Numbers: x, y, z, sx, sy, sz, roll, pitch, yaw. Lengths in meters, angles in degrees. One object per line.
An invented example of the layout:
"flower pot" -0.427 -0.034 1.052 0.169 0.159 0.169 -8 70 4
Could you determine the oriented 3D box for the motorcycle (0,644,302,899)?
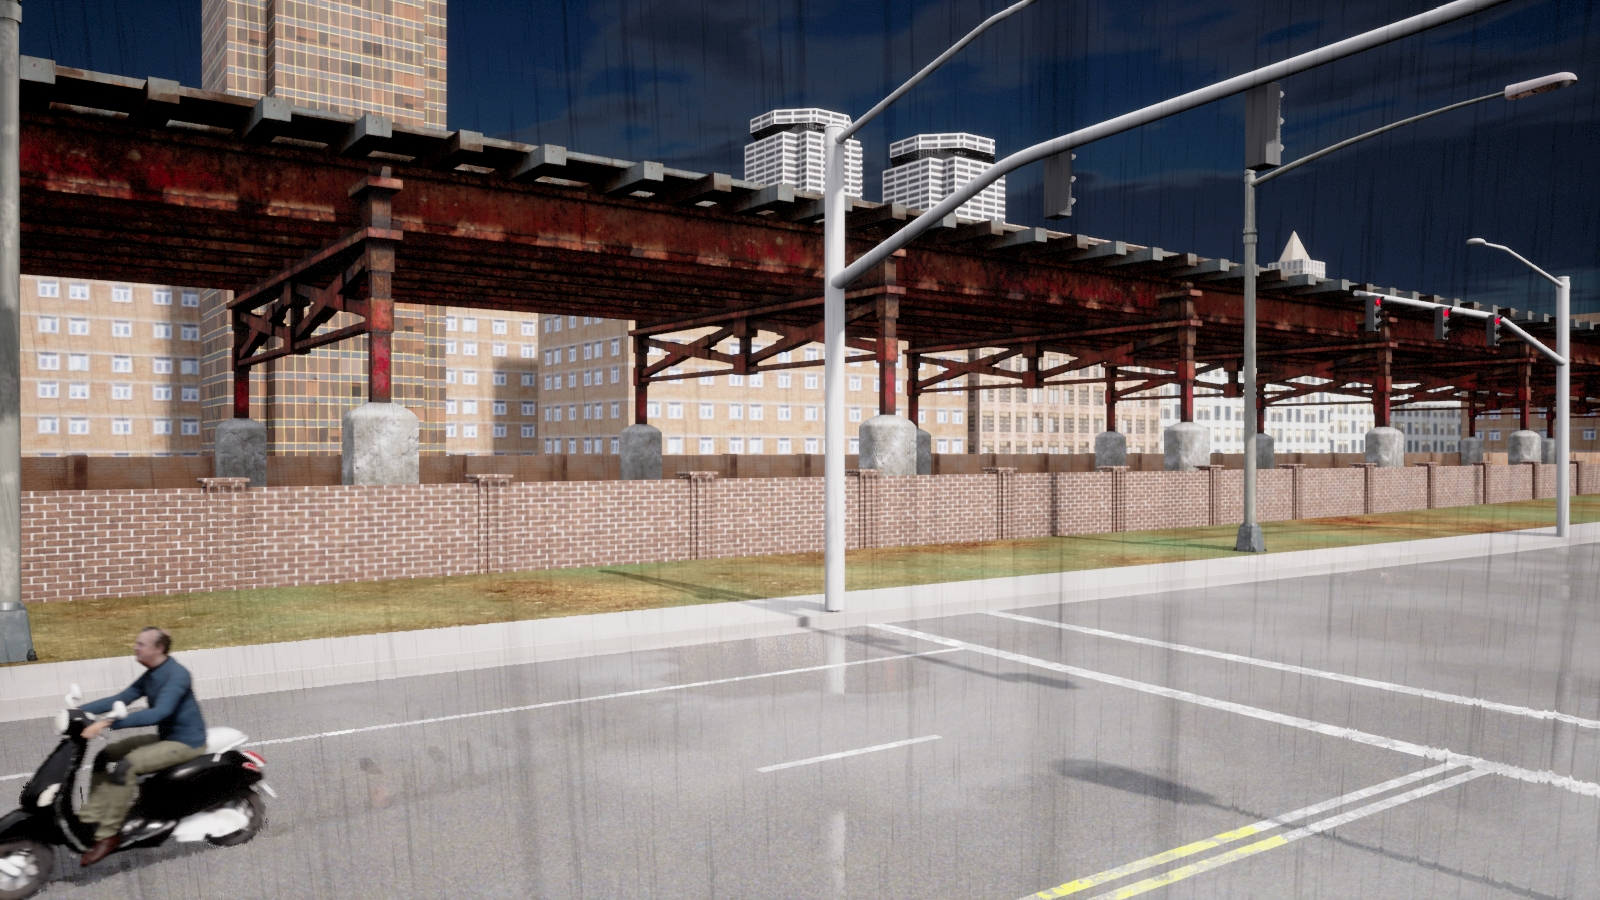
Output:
"motorcycle" -4.408 2.129 7.609 0.856 1.341 1.805 0 0 41
